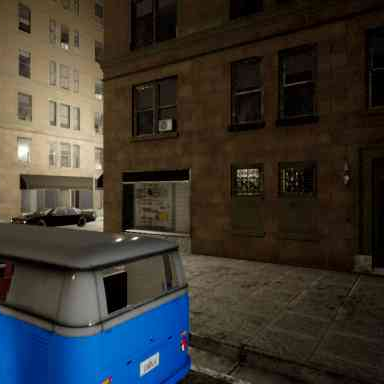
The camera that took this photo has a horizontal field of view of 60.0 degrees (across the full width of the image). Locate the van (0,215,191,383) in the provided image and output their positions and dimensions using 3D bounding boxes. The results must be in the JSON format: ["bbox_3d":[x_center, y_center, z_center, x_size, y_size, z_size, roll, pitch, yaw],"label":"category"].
[{"bbox_3d":[-1.937,1.341,4.067,3.998,1.788,1.690,0,0,33],"label":"van"}]

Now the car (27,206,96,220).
[{"bbox_3d":[-8.757,1.627,21.480,2.033,1.411,5.357,0,0,33],"label":"car"}]
